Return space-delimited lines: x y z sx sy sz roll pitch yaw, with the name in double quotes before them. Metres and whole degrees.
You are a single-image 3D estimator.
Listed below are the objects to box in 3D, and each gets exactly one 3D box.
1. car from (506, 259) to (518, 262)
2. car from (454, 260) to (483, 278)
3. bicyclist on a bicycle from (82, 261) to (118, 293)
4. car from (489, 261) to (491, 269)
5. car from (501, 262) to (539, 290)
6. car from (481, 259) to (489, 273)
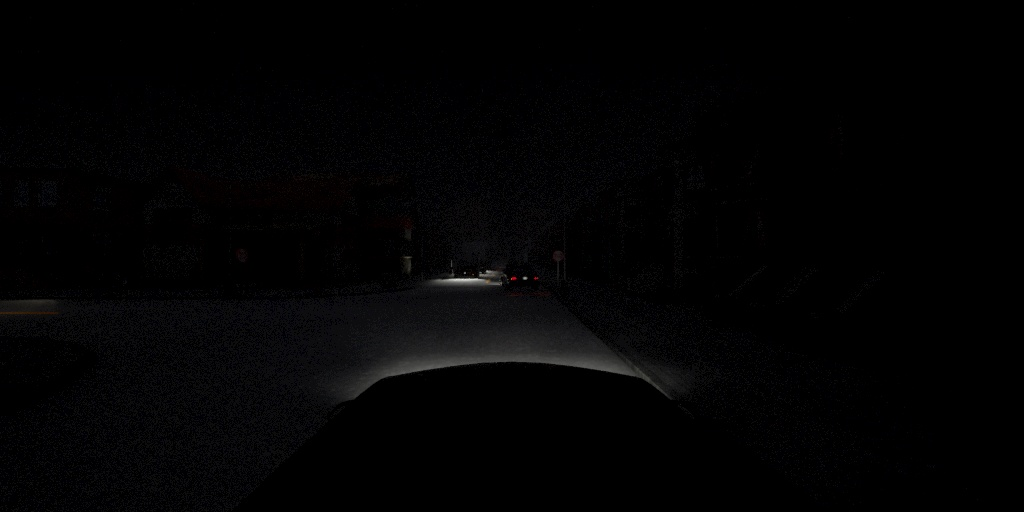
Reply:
"car" 0.042 1.276 58.518 1.812 1.442 4.674 0 0 0
"car" -4.138 1.314 33.537 1.994 1.385 4.181 0 0 0
"bicyclist on a bicycle" -21.599 1.099 18.809 0.582 1.620 1.656 0 0 0
"car" -4.122 1.242 52.736 2.128 1.511 4.902 0 0 0
"car" 0.406 1.297 22.395 2.033 1.411 5.357 0 0 -7
"car" -4.140 1.228 42.423 1.882 1.535 5.008 0 0 0
